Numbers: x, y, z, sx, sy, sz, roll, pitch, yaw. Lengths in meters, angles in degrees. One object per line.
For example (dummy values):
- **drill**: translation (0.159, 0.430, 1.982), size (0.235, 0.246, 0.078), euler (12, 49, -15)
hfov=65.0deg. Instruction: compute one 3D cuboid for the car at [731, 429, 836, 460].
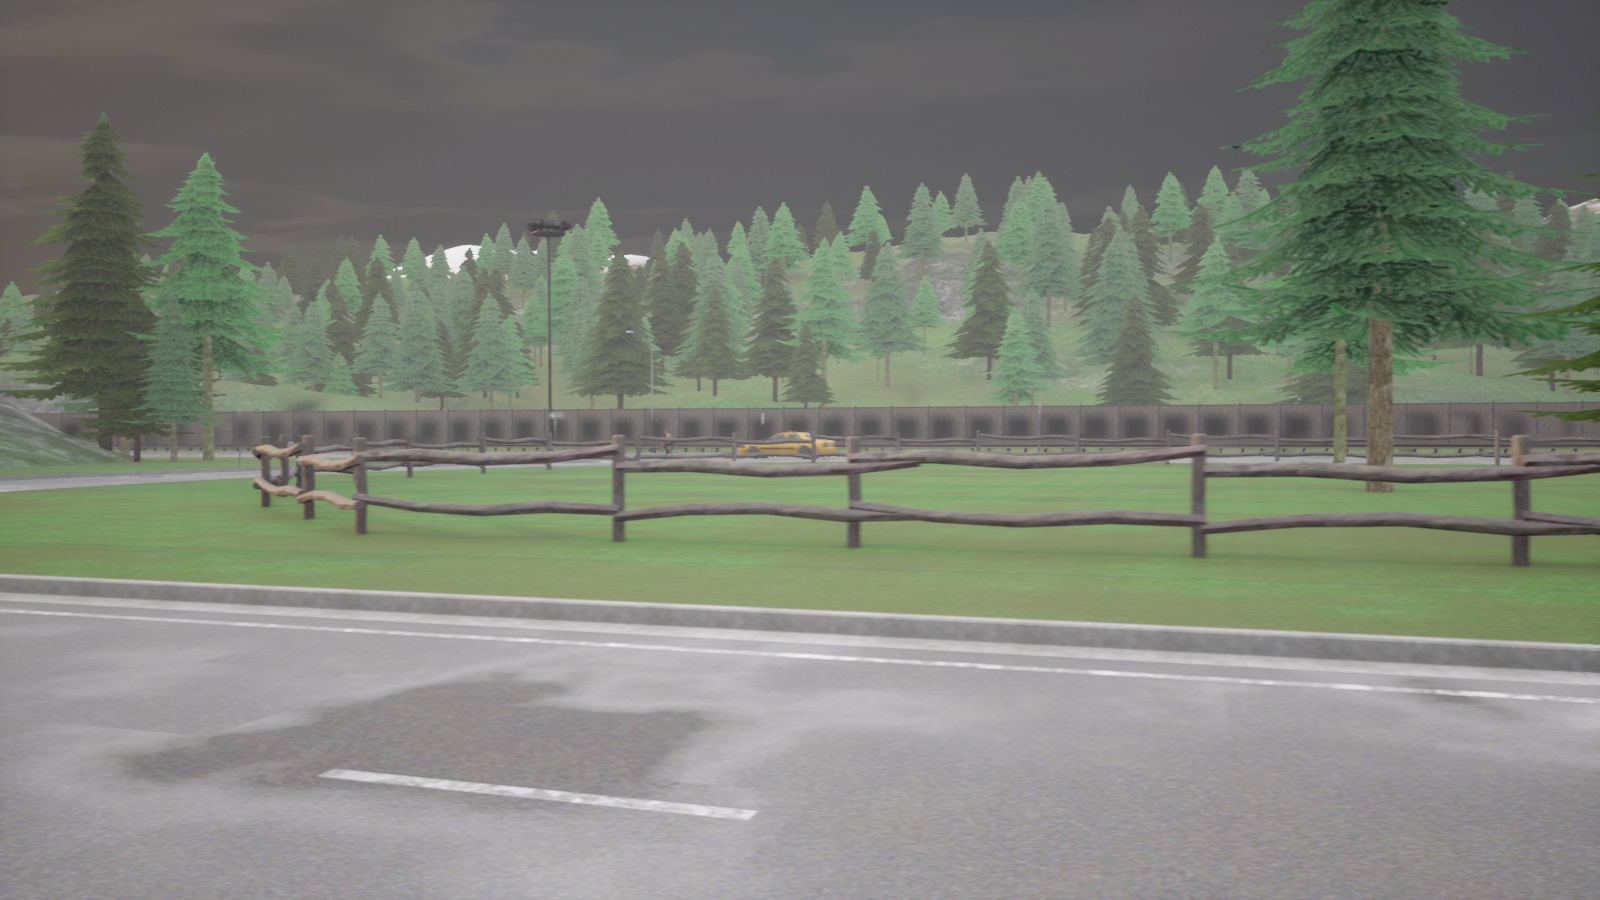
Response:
- **car**: translation (-0.904, -0.322, 67.719), size (5.366, 1.575, 1.801), euler (1, 1, 18)
